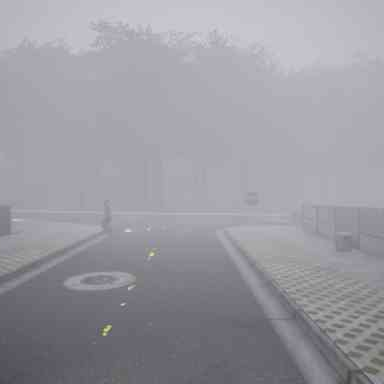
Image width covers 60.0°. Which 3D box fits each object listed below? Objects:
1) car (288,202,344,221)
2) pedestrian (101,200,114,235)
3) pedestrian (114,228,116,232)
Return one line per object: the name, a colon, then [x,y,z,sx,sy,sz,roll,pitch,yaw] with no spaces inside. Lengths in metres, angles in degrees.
car: [10.246,1.545,27.080,4.674,1.442,1.812,0,1,0]
pedestrian: [-4.417,1.285,17.211,0.375,1.860,0.375,-1,1,0]
pedestrian: [-4.428,1.285,17.811,0.375,1.860,0.375,-1,1,0]
